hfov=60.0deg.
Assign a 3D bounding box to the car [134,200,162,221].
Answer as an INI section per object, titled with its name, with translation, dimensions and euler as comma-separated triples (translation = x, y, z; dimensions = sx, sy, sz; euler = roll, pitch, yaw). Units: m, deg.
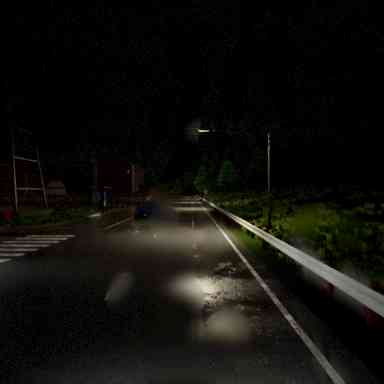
[car]
translation = -3.561, 1.477, 27.697
dimensions = 1.882, 1.535, 5.008
euler = 0, 0, 0
